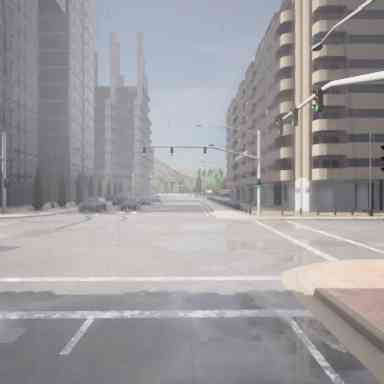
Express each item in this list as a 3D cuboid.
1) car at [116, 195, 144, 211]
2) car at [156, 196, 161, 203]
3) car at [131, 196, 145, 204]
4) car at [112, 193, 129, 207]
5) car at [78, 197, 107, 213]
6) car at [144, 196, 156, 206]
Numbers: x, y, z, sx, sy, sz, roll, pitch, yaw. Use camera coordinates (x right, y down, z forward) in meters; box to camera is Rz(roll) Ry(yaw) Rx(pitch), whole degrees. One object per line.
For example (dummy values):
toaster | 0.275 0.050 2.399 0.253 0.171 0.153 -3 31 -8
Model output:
car | -7.389 1.505 40.216 1.837 1.490 4.892 0 0 0
car | -7.507 1.531 69.385 2.033 1.411 5.357 0 0 0
car | -11.000 1.524 68.096 2.128 1.511 4.902 0 0 0
car | -10.961 1.224 51.993 2.150 2.045 5.566 0 0 -2
car | -10.864 1.354 36.596 2.097 1.767 4.553 0 0 0
car | -7.481 1.547 53.489 2.033 1.411 5.357 0 0 0
